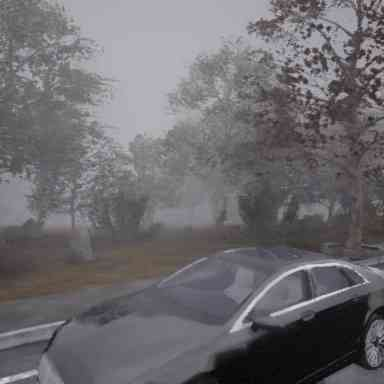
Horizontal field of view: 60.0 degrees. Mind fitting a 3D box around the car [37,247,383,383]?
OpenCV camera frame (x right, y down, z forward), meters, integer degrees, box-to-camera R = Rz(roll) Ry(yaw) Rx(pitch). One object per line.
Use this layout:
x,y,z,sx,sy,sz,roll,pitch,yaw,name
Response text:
0.739,1.530,4.212,4.902,1.511,2.128,1,-1,-35,car
